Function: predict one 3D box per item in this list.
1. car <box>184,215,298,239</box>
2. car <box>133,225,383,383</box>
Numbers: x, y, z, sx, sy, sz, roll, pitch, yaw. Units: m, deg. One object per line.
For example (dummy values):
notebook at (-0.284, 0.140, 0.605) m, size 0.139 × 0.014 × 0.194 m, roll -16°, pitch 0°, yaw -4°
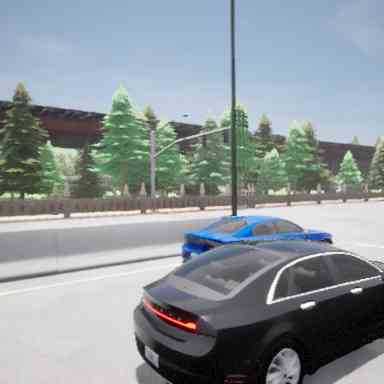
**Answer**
car at (2.077, 1.395, 9.556) m, size 5.008 × 1.535 × 1.882 m, roll -1°, pitch 0°, yaw -35°
car at (1.564, 1.462, 4.915) m, size 4.892 × 1.490 × 1.837 m, roll -1°, pitch 0°, yaw -35°
